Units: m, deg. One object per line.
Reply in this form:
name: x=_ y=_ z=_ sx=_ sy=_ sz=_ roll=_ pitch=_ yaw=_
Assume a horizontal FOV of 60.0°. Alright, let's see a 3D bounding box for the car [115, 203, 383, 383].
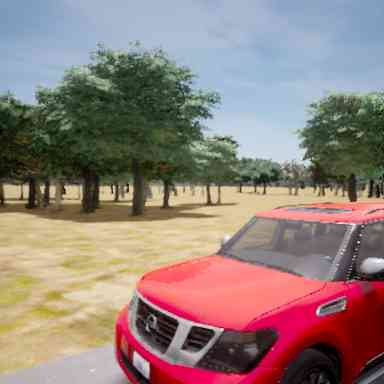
car: x=1.813 y=1.205 z=4.585 sx=5.566 sy=2.045 sz=2.150 roll=0 pitch=0 yaw=-35
